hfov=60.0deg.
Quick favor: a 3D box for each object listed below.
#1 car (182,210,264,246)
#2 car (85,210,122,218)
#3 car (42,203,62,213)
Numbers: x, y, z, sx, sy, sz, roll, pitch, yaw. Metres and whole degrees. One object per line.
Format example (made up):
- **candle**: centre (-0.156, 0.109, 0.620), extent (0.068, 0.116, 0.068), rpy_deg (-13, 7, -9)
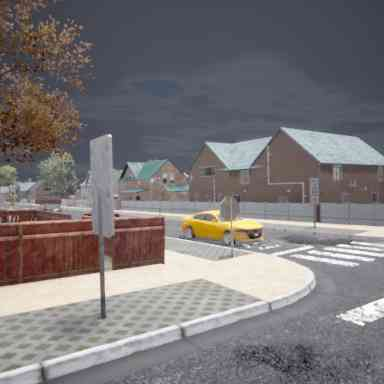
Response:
- **car**: centre (1.437, 1.719, 17.153), extent (1.882, 1.535, 5.008), rpy_deg (-2, 0, -37)
- **car**: centre (-8.114, 2.119, 30.318), extent (1.895, 1.301, 4.718), rpy_deg (-2, 0, -36)
- **car**: centre (-19.550, 2.344, 46.283), extent (2.128, 1.511, 4.902), rpy_deg (-2, 0, -36)
